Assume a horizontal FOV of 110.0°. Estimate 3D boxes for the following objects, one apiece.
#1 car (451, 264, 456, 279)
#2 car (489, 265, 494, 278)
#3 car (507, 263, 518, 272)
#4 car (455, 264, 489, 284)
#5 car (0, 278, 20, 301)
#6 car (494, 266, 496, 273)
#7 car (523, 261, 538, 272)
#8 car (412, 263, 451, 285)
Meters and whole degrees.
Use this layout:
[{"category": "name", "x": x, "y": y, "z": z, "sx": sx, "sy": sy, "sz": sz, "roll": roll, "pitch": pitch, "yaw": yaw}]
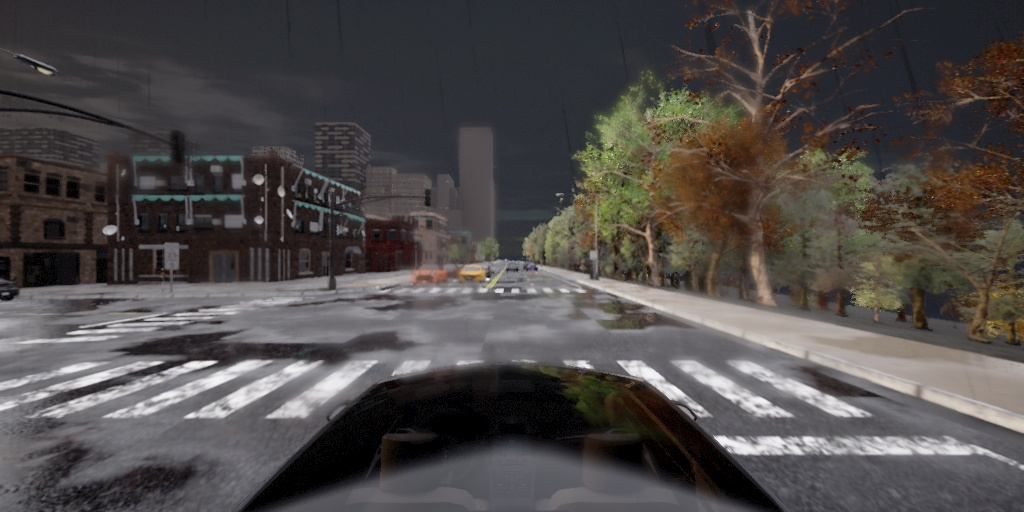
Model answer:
[{"category": "car", "x": -6.598, "y": 1.600, "z": 38.166, "sx": 1.882, "sy": 1.535, "sz": 5.008, "roll": 0, "pitch": 0, "yaw": 0}, {"category": "car", "x": -3.349, "y": 1.675, "z": 40.836, "sx": 1.812, "sy": 1.442, "sz": 4.674, "roll": 0, "pitch": -1, "yaw": 0}, {"category": "car", "x": 0.096, "y": 1.917, "z": 60.920, "sx": 1.994, "sy": 1.385, "sz": 4.181, "roll": 0, "pitch": -1, "yaw": 0}, {"category": "car", "x": -3.348, "y": 1.527, "z": 30.945, "sx": 1.882, "sy": 1.535, "sz": 5.008, "roll": 0, "pitch": -1, "yaw": 0}, {"category": "car", "x": -28.278, "y": 1.737, "z": 18.490, "sx": 4.403, "sy": 1.370, "sz": 2.007, "roll": 0, "pitch": 0, "yaw": 0}, {"category": "car", "x": -3.337, "y": 1.851, "z": 50.761, "sx": 1.895, "sy": 1.301, "sz": 4.718, "roll": 0, "pitch": -1, "yaw": 0}, {"category": "car", "x": 3.354, "y": 1.878, "z": 60.883, "sx": 1.812, "sy": 1.442, "sz": 4.674, "roll": 0, "pitch": -1, "yaw": 0}, {"category": "car", "x": -6.599, "y": 1.383, "z": 29.156, "sx": 2.097, "sy": 1.767, "sz": 4.553, "roll": 0, "pitch": -1, "yaw": 0}]
